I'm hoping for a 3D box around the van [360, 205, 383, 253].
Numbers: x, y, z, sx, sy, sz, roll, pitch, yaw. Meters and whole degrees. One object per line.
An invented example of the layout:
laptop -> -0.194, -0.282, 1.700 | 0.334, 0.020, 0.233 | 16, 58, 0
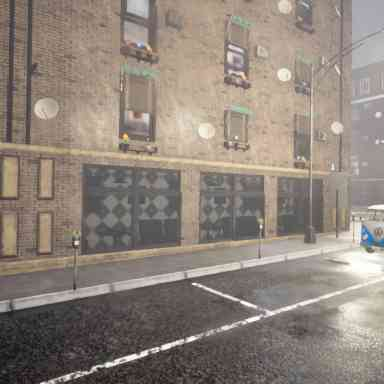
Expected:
van -> 7.800, 1.345, 12.215 | 3.998, 1.788, 1.690 | 0, 1, -35
